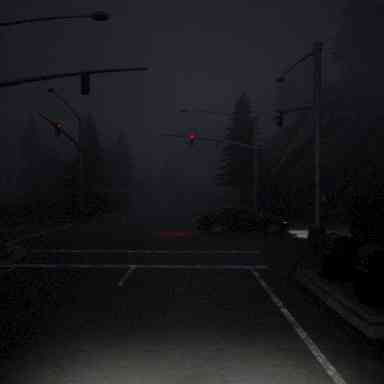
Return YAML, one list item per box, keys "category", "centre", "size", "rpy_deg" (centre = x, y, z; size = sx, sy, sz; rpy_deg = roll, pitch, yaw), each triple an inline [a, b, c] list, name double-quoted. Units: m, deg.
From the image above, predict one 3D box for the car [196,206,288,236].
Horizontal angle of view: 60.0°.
- category: "car"
  centre: [2.643, 1.505, 17.845]
  size: [4.892, 1.490, 1.837]
  rpy_deg: [0, 0, -1]
